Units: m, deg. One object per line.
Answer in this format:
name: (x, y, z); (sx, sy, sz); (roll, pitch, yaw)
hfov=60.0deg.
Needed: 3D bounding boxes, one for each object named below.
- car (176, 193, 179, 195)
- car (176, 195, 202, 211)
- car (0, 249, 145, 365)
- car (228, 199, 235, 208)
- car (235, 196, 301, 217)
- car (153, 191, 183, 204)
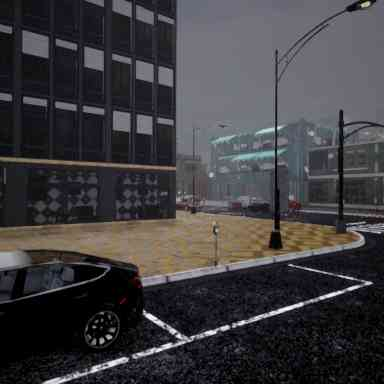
car: (-0.827, 1.180, 38.146); (1.994, 1.385, 4.181); (0, 0, -36)
car: (-0.765, 1.230, 33.686); (1.802, 1.307, 4.206); (1, 0, -36)
car: (-2.753, 1.566, 4.592); (4.313, 1.339, 1.947); (0, 0, -35)
car: (5.997, 1.130, 38.639); (1.967, 1.590, 4.097); (1, 0, -36)
car: (6.362, 1.259, 28.325); (2.128, 1.511, 4.902); (0, 0, -36)
car: (-3.831, 0.793, 52.060); (2.192, 1.841, 5.009); (1, 0, -36)
